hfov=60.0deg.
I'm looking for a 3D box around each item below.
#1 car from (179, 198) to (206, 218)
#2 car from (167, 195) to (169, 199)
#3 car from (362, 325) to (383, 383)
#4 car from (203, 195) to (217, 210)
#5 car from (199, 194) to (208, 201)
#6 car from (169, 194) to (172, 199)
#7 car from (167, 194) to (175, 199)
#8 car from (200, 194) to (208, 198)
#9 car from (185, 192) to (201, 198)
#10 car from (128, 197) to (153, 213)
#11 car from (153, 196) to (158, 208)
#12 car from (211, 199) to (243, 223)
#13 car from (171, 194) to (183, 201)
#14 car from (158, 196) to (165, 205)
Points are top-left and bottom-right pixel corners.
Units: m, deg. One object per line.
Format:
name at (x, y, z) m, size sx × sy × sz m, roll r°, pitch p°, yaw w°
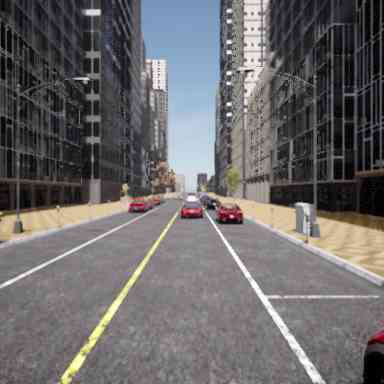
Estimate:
car at (-0.007, 1.537, 29.587) m, size 1.994 × 1.385 × 4.181 m, roll 0°, pitch 0°, yaw 0°
car at (-5.712, 1.392, 58.701) m, size 1.947 × 1.339 × 4.313 m, roll 0°, pitch 0°, yaw 0°
car at (2.690, 1.436, 1.772) m, size 1.967 × 1.590 × 4.097 m, roll 0°, pitch 0°, yaw 0°
car at (2.675, 1.451, 41.619) m, size 1.947 × 1.339 × 4.313 m, roll 0°, pitch 0°, yaw 0°
car at (2.662, 1.199, 75.772) m, size 1.967 × 1.590 × 4.097 m, roll 0°, pitch 0°, yaw 0°
car at (-5.723, 1.237, 86.993) m, size 1.752 × 1.417 × 4.829 m, roll 0°, pitch 0°, yaw 0°
car at (-5.725, 1.236, 92.857) m, size 2.008 × 1.369 × 4.403 m, roll 0°, pitch 0°, yaw 0°
car at (2.671, 1.412, 53.003) m, size 1.947 × 1.339 × 4.313 m, roll 0°, pitch 0°, yaw 0°
car at (-0.023, 1.129, 59.274) m, size 2.150 × 2.045 × 5.566 m, roll 0°, pitch -1°, yaw 0°
car at (-5.703, 1.449, 35.930) m, size 1.887 × 1.381 × 4.507 m, roll 0°, pitch 0°, yaw 0°
car at (-5.706, 1.467, 41.623) m, size 1.802 × 1.307 × 4.206 m, roll 0°, pitch 0°, yaw 0°
car at (2.681, 1.484, 24.542) m, size 1.887 × 1.381 × 4.507 m, roll 0°, pitch 0°, yaw 0°
car at (-3.030, 1.302, 75.122) m, size 1.895 × 1.301 × 4.718 m, roll 0°, pitch 0°, yaw 0°
car at (-5.710, 1.391, 53.008) m, size 1.887 × 1.381 × 4.507 m, roll 0°, pitch 0°, yaw 0°
